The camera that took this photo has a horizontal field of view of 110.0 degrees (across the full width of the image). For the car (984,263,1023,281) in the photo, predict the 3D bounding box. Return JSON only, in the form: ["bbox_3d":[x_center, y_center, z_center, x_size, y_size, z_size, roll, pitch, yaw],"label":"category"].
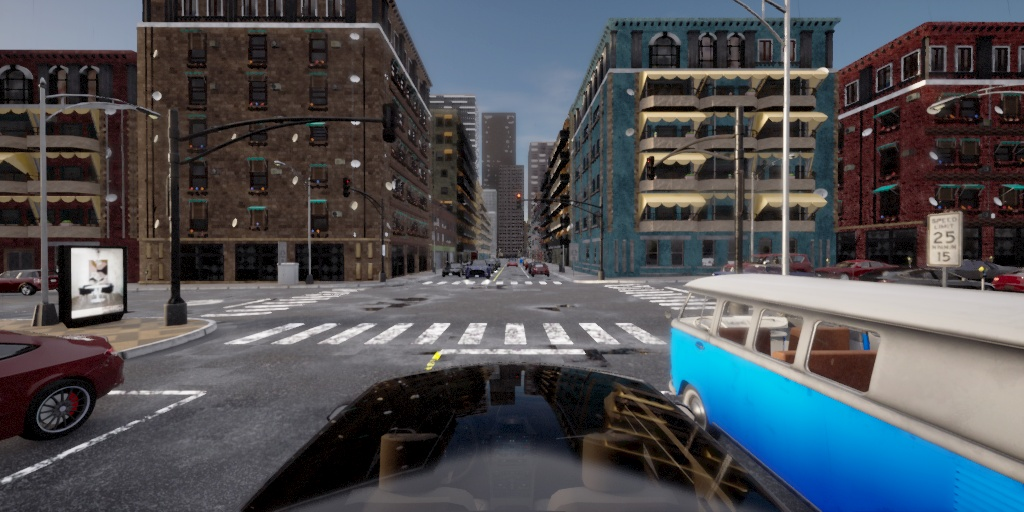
[{"bbox_3d":[21.378,1.032,13.940,4.207,1.307,1.802,0,0,0],"label":"car"}]

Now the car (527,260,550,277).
[{"bbox_3d":[2.730,1.333,35.144,1.802,1.307,4.207,0,0,0],"label":"car"}]

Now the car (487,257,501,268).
[{"bbox_3d":[-2.992,1.115,60.730,2.097,1.767,4.553,0,0,0],"label":"car"}]

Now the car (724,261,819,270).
[{"bbox_3d":[13.575,1.119,19.670,4.718,1.301,1.895,-1,0,-1],"label":"car"}]

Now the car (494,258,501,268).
[{"bbox_3d":[-3.035,1.110,50.000,2.097,1.767,4.553,0,0,0],"label":"car"}]

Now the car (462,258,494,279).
[{"bbox_3d":[-3.003,1.103,32.409,2.097,1.767,4.553,0,0,-1],"label":"car"}]

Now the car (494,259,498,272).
[{"bbox_3d":[-3.047,1.318,41.205,1.994,1.385,4.181,0,0,0],"label":"car"}]

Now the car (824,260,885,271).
[{"bbox_3d":[21.368,0.930,22.321,4.507,1.381,1.888,0,0,0],"label":"car"}]

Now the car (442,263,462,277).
[{"bbox_3d":[-5.651,1.317,35.166,1.948,1.339,4.313,0,0,0],"label":"car"}]

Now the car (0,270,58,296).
[{"bbox_3d":[-30.236,1.573,22.144,4.097,1.591,1.967,0,0,0],"label":"car"}]

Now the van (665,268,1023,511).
[{"bbox_3d":[2.690,1.091,2.750,1.690,1.789,3.998,0,0,0],"label":"van"}]

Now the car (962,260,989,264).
[{"bbox_3d":[24.382,0.909,19.743,5.357,1.411,2.033,-1,0,0],"label":"car"}]

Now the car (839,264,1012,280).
[{"bbox_3d":[15.808,1.097,13.907,4.313,1.339,1.948,0,0,0],"label":"car"}]

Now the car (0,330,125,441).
[{"bbox_3d":[-5.691,1.332,2.761,1.802,1.307,4.207,0,0,0],"label":"car"}]

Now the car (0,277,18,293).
[{"bbox_3d":[-22.379,1.637,13.551,4.403,1.370,2.007,0,0,0],"label":"car"}]

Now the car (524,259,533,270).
[{"bbox_3d":[2.737,1.319,40.667,1.948,1.339,4.313,0,0,0],"label":"car"}]

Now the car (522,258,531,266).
[{"bbox_3d":[2.751,1.304,51.714,1.888,1.381,4.507,0,0,0],"label":"car"}]

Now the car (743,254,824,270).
[{"bbox_3d":[15.797,0.780,22.288,5.009,1.841,2.192,0,0,0],"label":"car"}]
